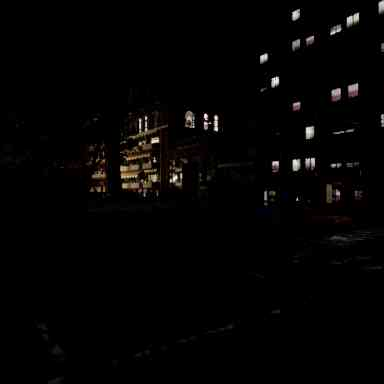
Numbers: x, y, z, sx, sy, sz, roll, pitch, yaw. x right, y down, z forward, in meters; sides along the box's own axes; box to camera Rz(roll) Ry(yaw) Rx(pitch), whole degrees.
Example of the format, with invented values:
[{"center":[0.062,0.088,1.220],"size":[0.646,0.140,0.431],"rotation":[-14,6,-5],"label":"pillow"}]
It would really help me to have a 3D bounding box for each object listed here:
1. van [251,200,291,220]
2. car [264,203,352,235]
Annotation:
[{"center":[7.175,1.642,30.215],"size":[1.690,1.788,3.998],"rotation":[-1,0,-36],"label":"van"},{"center":[7.245,1.671,20.642],"size":[1.882,1.535,5.008],"rotation":[0,-1,-39],"label":"car"}]
